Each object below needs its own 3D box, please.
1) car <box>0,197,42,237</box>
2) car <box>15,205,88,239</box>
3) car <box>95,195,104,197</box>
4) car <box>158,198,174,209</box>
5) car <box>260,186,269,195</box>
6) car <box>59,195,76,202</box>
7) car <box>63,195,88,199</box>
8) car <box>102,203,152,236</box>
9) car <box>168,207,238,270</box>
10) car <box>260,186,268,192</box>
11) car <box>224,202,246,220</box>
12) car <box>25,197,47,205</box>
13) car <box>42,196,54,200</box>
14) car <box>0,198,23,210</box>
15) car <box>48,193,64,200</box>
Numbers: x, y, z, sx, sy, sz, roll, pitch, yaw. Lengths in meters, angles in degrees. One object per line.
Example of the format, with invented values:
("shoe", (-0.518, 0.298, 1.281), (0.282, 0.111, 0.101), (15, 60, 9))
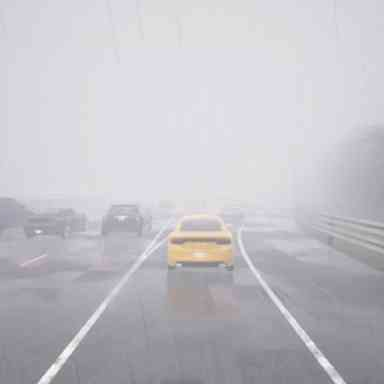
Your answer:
("car", (-10.399, 1.247, 17.523), (2.150, 2.045, 5.566), (0, 0, 0))
("car", (-6.899, 1.531, 17.349), (1.837, 1.490, 4.892), (0, 0, 0))
("car", (-21.364, 1.467, 76.629), (2.033, 1.411, 5.357), (0, 0, -1))
("car", (-3.591, 1.547, 46.632), (1.882, 1.535, 5.008), (0, 0, 0))
("car", (17.651, -0.166, 80.555), (1.812, 1.442, 4.674), (0, 3, 11))
("car", (-28.356, 1.406, 75.926), (1.882, 1.535, 5.008), (0, 0, -1))
("car", (-21.213, 1.363, 60.951), (2.097, 1.767, 4.553), (0, 0, 0))
("car", (-3.499, 1.380, 18.606), (2.097, 1.767, 4.553), (0, 0, 0))
("car", (0.337, 1.494, 11.143), (1.882, 1.535, 5.008), (0, 0, 3))
("car", (19.616, -0.856, 90.442), (1.837, 1.490, 4.892), (0, 3, 10))
("car", (3.707, 1.633, 29.653), (1.812, 1.442, 4.674), (1, -1, 16))
("car", (-28.198, 1.571, 60.283), (1.994, 1.385, 4.181), (0, 0, 0))
("car", (-21.162, 1.630, 45.491), (1.994, 1.385, 4.181), (0, 0, 0))
("car", (-24.657, 1.569, 44.139), (1.837, 1.490, 4.892), (0, 0, 0))
("car", (-24.703, 1.237, 59.965), (2.150, 2.045, 5.566), (0, 0, 0))
